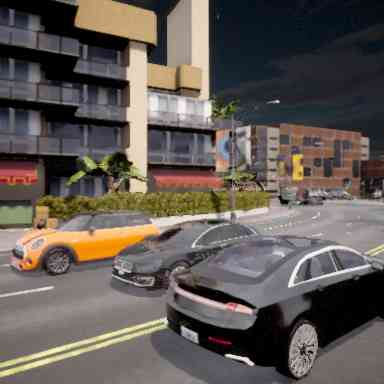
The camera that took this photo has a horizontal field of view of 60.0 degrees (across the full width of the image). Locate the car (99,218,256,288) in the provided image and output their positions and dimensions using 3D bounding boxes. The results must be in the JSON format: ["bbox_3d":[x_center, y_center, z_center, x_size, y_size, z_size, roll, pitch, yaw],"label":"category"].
[{"bbox_3d":[0.247,1.528,9.014,4.892,1.490,1.837,0,0,-42],"label":"car"}]

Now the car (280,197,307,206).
[{"bbox_3d":[16.341,1.559,55.099,2.128,1.511,4.902,0,0,-13],"label":"car"}]

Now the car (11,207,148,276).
[{"bbox_3d":[-3.203,1.395,10.721,4.553,1.767,2.097,0,0,-40],"label":"car"}]

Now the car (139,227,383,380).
[{"bbox_3d":[1.832,1.499,5.564,4.902,1.511,2.128,0,0,-40],"label":"car"}]

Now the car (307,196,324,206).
[{"bbox_3d":[19.924,1.613,54.714,1.994,1.385,4.181,0,0,-10],"label":"car"}]
